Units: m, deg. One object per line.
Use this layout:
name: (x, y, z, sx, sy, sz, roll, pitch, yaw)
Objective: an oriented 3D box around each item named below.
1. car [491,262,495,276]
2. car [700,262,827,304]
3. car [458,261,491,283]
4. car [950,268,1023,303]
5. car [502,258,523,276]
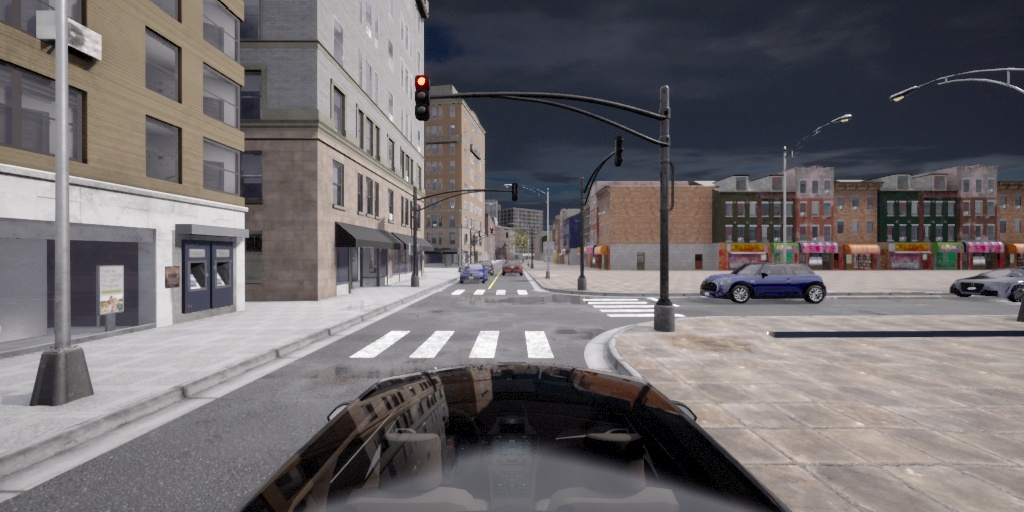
car: (-2.883, 1.262, 38.009, 1.837, 1.490, 4.892, 0, 0, 0)
car: (10.743, 1.054, 15.597, 4.553, 1.767, 2.097, 0, 0, 1)
car: (-2.871, 1.279, 27.761, 1.812, 1.442, 4.674, 0, 0, 0)
car: (22.026, 1.224, 15.637, 4.181, 1.385, 1.994, 0, 0, 0)
car: (0.045, 1.111, 38.154, 2.097, 1.767, 4.553, 0, 0, 0)
